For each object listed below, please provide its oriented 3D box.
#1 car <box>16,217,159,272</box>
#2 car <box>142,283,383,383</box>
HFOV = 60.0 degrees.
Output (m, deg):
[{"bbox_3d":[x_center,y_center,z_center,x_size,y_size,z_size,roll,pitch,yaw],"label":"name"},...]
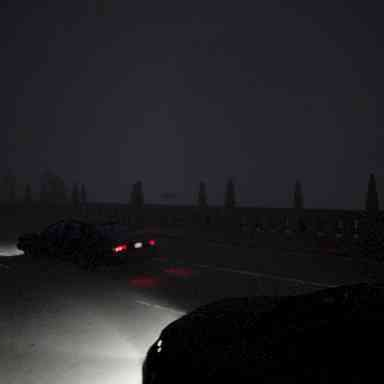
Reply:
[{"bbox_3d":[-3.553,1.547,10.828,5.357,1.411,2.033,0,0,35],"label":"car"},{"bbox_3d":[1.549,1.564,2.888,4.181,1.385,1.994,0,0,36],"label":"car"}]
